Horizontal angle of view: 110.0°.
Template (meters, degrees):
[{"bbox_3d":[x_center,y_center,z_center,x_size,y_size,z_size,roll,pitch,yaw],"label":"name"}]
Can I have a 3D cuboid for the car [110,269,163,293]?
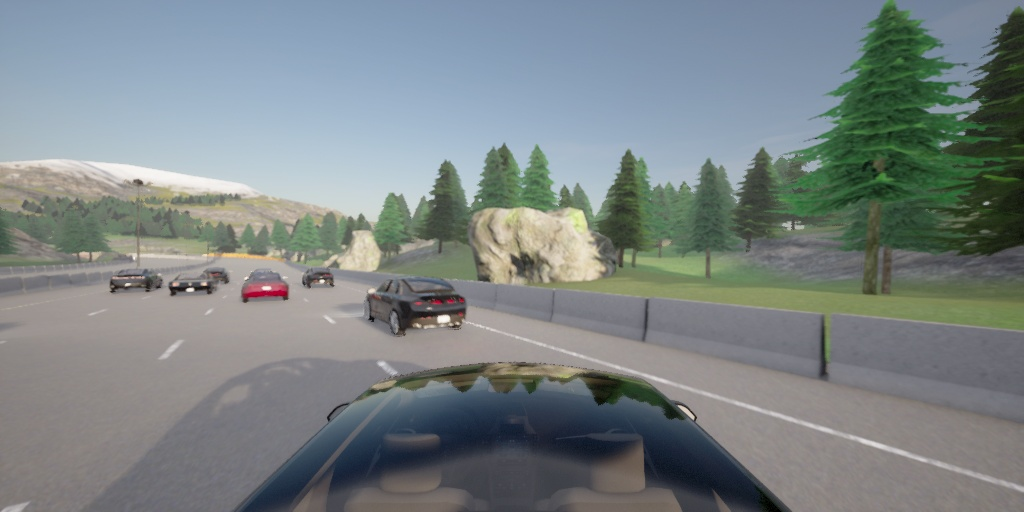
[{"bbox_3d":[-25.250,1.610,24.240,2.128,1.511,4.902,1,-1,-35],"label":"car"}]

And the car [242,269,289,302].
[{"bbox_3d":[-13.087,1.562,19.096,1.994,1.385,4.181,1,-1,-35],"label":"car"}]

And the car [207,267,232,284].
[{"bbox_3d":[-26.824,1.769,32.575,1.837,1.490,4.892,1,-1,-35],"label":"car"}]

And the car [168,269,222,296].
[{"bbox_3d":[-19.494,1.668,22.130,1.895,1.301,4.718,1,-1,-35],"label":"car"}]

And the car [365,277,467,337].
[{"bbox_3d":[-3.092,1.361,10.950,1.837,1.490,4.892,1,-1,-35],"label":"car"}]

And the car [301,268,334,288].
[{"bbox_3d":[-15.465,1.668,28.575,1.837,1.490,4.892,1,-1,-35],"label":"car"}]
